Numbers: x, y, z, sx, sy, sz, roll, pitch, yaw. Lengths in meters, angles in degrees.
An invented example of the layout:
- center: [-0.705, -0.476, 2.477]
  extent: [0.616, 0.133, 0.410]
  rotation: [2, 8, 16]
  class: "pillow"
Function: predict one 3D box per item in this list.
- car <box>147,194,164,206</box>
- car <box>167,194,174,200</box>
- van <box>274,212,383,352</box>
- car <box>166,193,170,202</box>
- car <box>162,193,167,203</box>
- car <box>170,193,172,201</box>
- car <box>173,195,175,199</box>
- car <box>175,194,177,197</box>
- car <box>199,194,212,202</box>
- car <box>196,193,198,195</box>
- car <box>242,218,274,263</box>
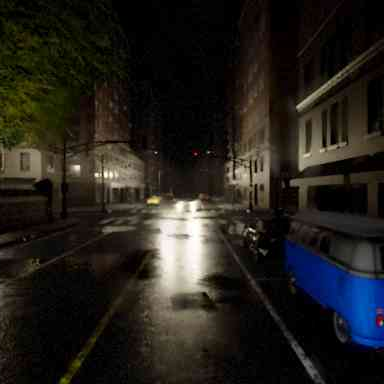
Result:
- center: [-5.657, 1.352, 49.444]
  extent: [1.752, 1.417, 4.829]
  rotation: [0, 0, 0]
  class: "car"
- center: [-5.648, 1.244, 87.599]
  extent: [1.752, 1.417, 4.829]
  rotation: [0, 0, 0]
  class: "car"
- center: [2.857, 1.322, 5.963]
  extent: [1.690, 1.788, 3.998]
  rotation: [0, 0, 0]
  class: "van"
- center: [-5.654, 1.336, 60.516]
  extent: [1.887, 1.381, 4.507]
  rotation: [0, 0, 0]
  class: "car"
- center: [-5.655, 1.359, 55.064]
  extent: [2.008, 1.369, 4.403]
  rotation: [0, 0, 0]
  class: "car"
- center: [-5.653, 1.320, 65.966]
  extent: [1.887, 1.381, 4.507]
  rotation: [0, 0, 0]
  class: "car"
- center: [-5.650, 1.296, 76.868]
  extent: [2.008, 1.369, 4.403]
  rotation: [0, 0, 0]
  class: "car"
- center: [-5.649, 1.047, 82.318]
  extent: [2.192, 1.841, 5.009]
  rotation: [0, 0, 0]
  class: "car"
- center: [2.872, 1.215, 66.000]
  extent: [1.967, 1.590, 4.097]
  rotation: [0, 0, 0]
  class: "car"
- center: [2.879, 1.231, 93.412]
  extent: [1.752, 1.417, 4.829]
  rotation: [0, 0, 0]
  class: "car"
- center: [2.859, 1.529, 11.624]
  extent: [1.947, 1.339, 4.313]
  rotation: [0, 0, 0]
  class: "car"
